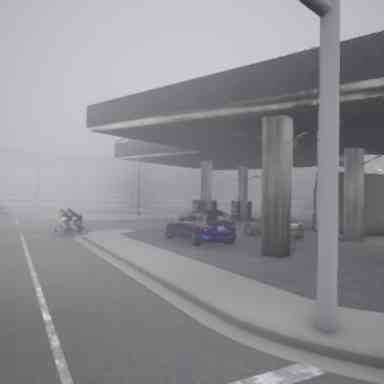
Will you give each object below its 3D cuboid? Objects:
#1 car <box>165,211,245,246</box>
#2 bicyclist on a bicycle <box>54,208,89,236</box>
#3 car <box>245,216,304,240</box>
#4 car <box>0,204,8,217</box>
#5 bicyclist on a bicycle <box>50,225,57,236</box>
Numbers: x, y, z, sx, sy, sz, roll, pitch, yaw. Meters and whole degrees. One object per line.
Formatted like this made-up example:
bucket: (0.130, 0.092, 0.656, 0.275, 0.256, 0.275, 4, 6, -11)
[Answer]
car: (0.320, 1.773, 17.276, 2.242, 1.667, 4.611, 2, -2, -28)
bicyclist on a bicycle: (-7.000, 1.771, 19.685, 1.656, 1.620, 0.582, -8, 0, -12)
car: (4.983, 2.126, 20.703, 1.970, 1.475, 3.806, 2, -2, -28)
car: (-22.556, 2.107, 38.928, 2.033, 1.411, 5.357, 2, -2, -28)
bicyclist on a bicycle: (-7.685, 1.829, 19.956, 0.582, 1.620, 1.656, 0, -2, 43)
